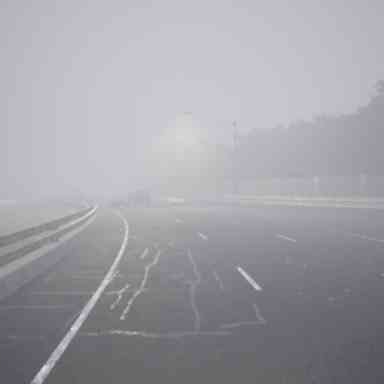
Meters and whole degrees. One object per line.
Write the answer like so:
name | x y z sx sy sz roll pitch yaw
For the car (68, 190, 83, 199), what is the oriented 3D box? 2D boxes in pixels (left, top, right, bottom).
car | -25.592 0.639 71.868 2.150 2.045 5.566 -1 1 -44

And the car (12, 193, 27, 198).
car | -42.479 0.958 81.912 4.892 1.490 1.837 0 1 35

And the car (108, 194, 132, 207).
car | -9.322 1.207 41.783 1.895 1.301 4.718 -1 1 -24

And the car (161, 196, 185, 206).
car | -2.561 1.120 43.785 1.895 1.301 4.718 -1 1 -23

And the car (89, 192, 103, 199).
car | -21.450 0.827 74.074 1.882 1.535 5.008 -1 1 -33

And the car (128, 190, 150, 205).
car | -7.529 0.760 46.275 2.150 2.045 5.566 0 1 -26

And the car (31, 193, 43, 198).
car | -38.862 0.957 83.604 4.181 1.385 1.994 0 1 35

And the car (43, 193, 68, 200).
car | -28.857 0.941 70.192 5.008 1.535 1.882 0 1 43

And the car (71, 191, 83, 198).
car | -30.888 0.620 89.109 2.097 1.767 4.553 -1 1 -30
